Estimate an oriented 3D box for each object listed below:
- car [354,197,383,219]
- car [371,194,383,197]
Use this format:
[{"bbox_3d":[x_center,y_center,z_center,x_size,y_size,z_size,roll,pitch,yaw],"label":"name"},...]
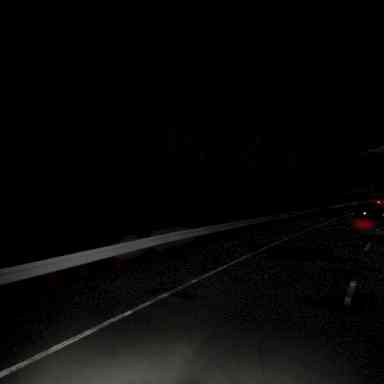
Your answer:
[{"bbox_3d":[15.718,1.505,29.602,1.837,1.490,4.892,0,0,35],"label":"car"},{"bbox_3d":[21.720,1.222,38.192,2.150,2.045,5.566,0,0,35],"label":"car"}]
